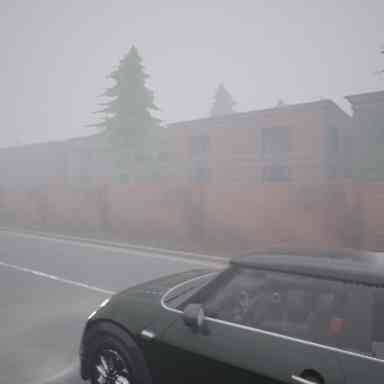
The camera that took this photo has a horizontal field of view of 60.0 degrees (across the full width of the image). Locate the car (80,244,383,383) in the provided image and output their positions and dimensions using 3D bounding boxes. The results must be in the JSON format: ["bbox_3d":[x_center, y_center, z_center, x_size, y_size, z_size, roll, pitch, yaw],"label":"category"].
[{"bbox_3d":[0.936,1.343,3.348,4.553,1.767,2.097,0,0,35],"label":"car"}]
